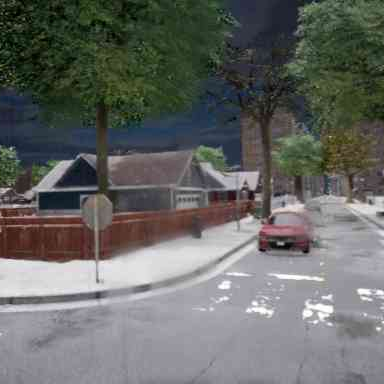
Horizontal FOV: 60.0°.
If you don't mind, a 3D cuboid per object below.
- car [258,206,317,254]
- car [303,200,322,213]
[{"bbox_3d":[4.085,1.575,14.176,1.882,1.535,5.008,-2,-1,22],"label":"car"},{"bbox_3d":[14.357,1.711,39.531,1.837,1.490,4.892,-2,-1,22],"label":"car"}]
